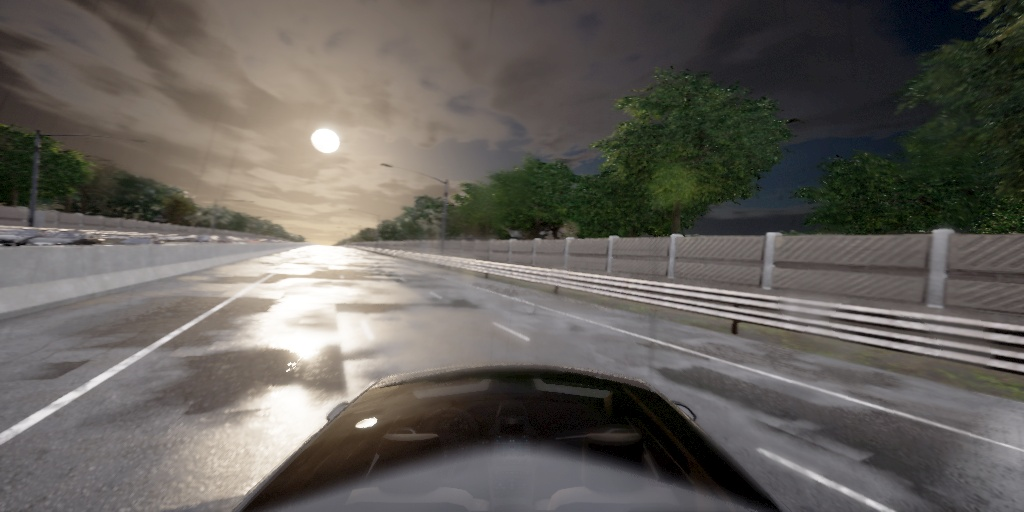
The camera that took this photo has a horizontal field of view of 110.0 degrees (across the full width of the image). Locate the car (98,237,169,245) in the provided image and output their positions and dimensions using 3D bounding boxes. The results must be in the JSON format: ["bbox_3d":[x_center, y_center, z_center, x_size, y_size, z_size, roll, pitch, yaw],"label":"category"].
[{"bbox_3d":[-25.848,-0.598,25.083,2.033,1.411,5.357,4,0,-27],"label":"car"}]

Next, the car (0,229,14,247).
[{"bbox_3d":[-33.721,-1.178,25.131,2.033,1.411,5.357,4,0,-27],"label":"car"}]

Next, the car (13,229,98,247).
[{"bbox_3d":[-28.932,-0.880,23.454,2.128,1.511,4.902,4,0,-27],"label":"car"}]
